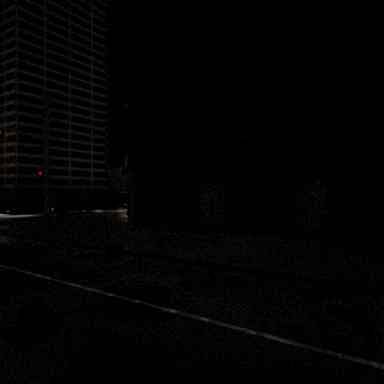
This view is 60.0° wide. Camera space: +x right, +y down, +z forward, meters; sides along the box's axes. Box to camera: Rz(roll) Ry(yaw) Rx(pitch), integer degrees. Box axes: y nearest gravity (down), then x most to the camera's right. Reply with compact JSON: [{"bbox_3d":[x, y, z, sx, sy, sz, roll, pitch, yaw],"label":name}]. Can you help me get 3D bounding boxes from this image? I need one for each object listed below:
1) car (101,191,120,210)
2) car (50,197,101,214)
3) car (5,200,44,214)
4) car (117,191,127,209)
[{"bbox_3d":[-10.963,1.221,44.590,2.150,2.045,5.566,0,0,35],"label":"car"},{"bbox_3d":[-12.779,1.491,35.916,2.128,1.511,4.902,0,0,35],"label":"car"},{"bbox_3d":[-17.091,1.547,35.868,2.033,1.411,5.357,0,0,35],"label":"car"},{"bbox_3d":[-6.815,1.221,44.397,2.150,2.045,5.566,0,0,36],"label":"car"}]
